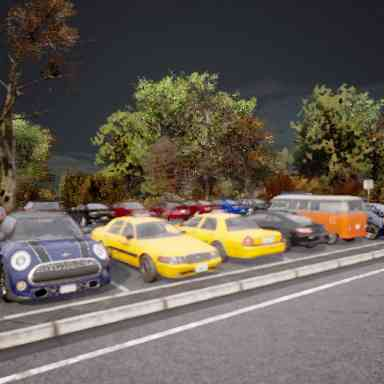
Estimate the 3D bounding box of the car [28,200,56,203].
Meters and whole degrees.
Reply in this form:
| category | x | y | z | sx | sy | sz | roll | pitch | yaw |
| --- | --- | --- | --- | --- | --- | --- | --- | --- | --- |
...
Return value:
| category | x | y | z | sx | sy | sz | roll | pitch | yaw |
| --- | --- | --- | --- | --- | --- | --- | --- | --- | --- |
| car | -8.953 | 1.304 | 20.164 | 2.185 | 1.767 | 4.553 | 0 | 0 | -36 |

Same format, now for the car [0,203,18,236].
| category | x | y | z | sx | sy | sz | roll | pitch | yaw |
| --- | --- | --- | --- | --- | --- | --- | --- | --- | --- |
| car | -11.230 | 1.448 | 18.496 | 2.097 | 1.535 | 5.008 | 0 | 0 | -36 |

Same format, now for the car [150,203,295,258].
| category | x | y | z | sx | sy | sz | roll | pitch | yaw |
| --- | --- | --- | --- | --- | --- | --- | --- | --- | --- |
| car | 0.742 | 1.407 | 11.845 | 1.946 | 1.575 | 5.366 | 0 | 0 | -36 |

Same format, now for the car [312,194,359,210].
| category | x | y | z | sx | sy | sz | roll | pitch | yaw |
| --- | --- | --- | --- | --- | --- | --- | --- | --- | --- |
| car | 16.431 | 1.078 | 38.293 | 2.185 | 1.767 | 4.553 | 0 | 0 | -36 |

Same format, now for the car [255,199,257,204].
| category | x | y | z | sx | sy | sz | roll | pitch | yaw |
| --- | --- | --- | --- | --- | --- | --- | --- | --- | --- |
| car | 4.928 | 1.319 | 30.095 | 2.231 | 1.521 | 4.892 | -1 | 0 | -36 |

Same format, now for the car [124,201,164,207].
| category | x | y | z | sx | sy | sz | roll | pitch | yaw |
| --- | --- | --- | --- | --- | --- | --- | --- | --- | --- |
| car | -4.351 | 1.393 | 23.438 | 2.097 | 1.535 | 5.008 | 0 | 0 | -36 |

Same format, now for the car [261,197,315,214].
| category | x | y | z | sx | sy | sz | roll | pitch | yaw |
| --- | --- | --- | --- | --- | --- | --- | --- | --- | --- |
| car | 9.505 | 1.279 | 33.401 | 2.231 | 1.521 | 4.892 | -1 | 0 | -36 |

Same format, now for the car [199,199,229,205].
| category | x | y | z | sx | sy | sz | roll | pitch | yaw |
| --- | --- | --- | --- | --- | --- | --- | --- | --- | --- |
| car | 0.342 | 1.355 | 26.799 | 2.097 | 1.535 | 5.008 | -1 | 0 | -36 |

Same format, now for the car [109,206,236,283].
| category | x | y | z | sx | sy | sz | roll | pitch | yaw |
| --- | --- | --- | --- | --- | --- | --- | --- | --- | --- |
| car | -1.336 | 1.426 | 9.894 | 1.946 | 1.575 | 5.366 | 0 | 0 | -36 |

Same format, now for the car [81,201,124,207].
| category | x | y | z | sx | sy | sz | roll | pitch | yaw |
| --- | --- | --- | --- | --- | --- | --- | --- | --- | --- |
| car | -6.638 | 1.411 | 21.783 | 2.097 | 1.535 | 5.008 | 0 | 0 | -36 |

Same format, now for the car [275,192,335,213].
| category | x | y | z | sx | sy | sz | roll | pitch | yaw |
| --- | --- | --- | --- | --- | --- | --- | --- | --- | --- |
| car | 11.716 | 1.006 | 34.948 | 2.435 | 2.045 | 5.566 | -1 | 0 | -36 |

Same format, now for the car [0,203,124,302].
| category | x | y | z | sx | sy | sz | roll | pitch | yaw |
| --- | --- | --- | --- | --- | --- | --- | --- | --- | --- |
| car | -3.758 | 1.321 | 8.421 | 2.185 | 1.767 | 4.553 | 0 | 0 | -36 |

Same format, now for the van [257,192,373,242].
| category | x | y | z | sx | sy | sz | roll | pitch | yaw |
| --- | --- | --- | --- | --- | --- | --- | --- | --- | --- |
| van | 5.371 | 1.147 | 15.085 | 1.878 | 1.987 | 4.442 | 0 | 0 | -36 |

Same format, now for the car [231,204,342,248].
| category | x | y | z | sx | sy | sz | roll | pitch | yaw |
| --- | --- | --- | --- | --- | --- | --- | --- | --- | --- |
| car | 3.147 | 1.432 | 13.341 | 2.002 | 1.452 | 4.674 | 0 | 0 | -36 |

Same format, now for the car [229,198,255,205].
| category | x | y | z | sx | sy | sz | roll | pitch | yaw |
| --- | --- | --- | --- | --- | --- | --- | --- | --- | --- |
| car | 2.635 | 1.336 | 28.446 | 2.097 | 1.535 | 5.008 | 0 | 0 | -36 |

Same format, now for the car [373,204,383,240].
| category | x | y | z | sx | sy | sz | roll | pitch | yaw |
| --- | --- | --- | --- | --- | --- | --- | --- | --- | --- |
| car | 7.752 | 1.384 | 16.616 | 2.163 | 1.488 | 4.792 | 0 | 0 | -36 |

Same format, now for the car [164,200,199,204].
| category | x | y | z | sx | sy | sz | roll | pitch | yaw |
| --- | --- | --- | --- | --- | --- | --- | --- | --- | --- |
| car | -1.971 | 1.403 | 25.178 | 2.163 | 1.488 | 4.792 | -1 | 0 | -36 |
